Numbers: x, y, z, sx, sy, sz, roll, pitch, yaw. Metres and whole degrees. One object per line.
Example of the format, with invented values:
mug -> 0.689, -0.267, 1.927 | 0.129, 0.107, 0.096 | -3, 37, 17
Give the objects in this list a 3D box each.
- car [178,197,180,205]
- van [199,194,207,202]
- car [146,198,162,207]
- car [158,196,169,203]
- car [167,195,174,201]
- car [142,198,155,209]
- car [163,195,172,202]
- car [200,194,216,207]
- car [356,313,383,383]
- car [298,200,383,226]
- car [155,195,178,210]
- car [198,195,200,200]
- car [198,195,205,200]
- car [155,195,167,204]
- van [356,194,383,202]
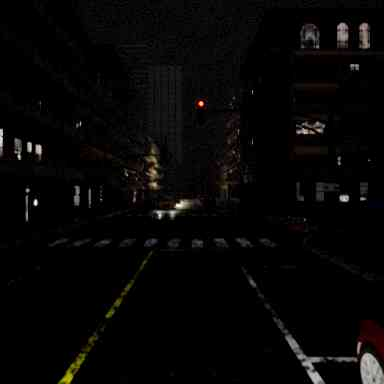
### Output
car -> -3.130, 1.542, 60.515 | 2.033, 1.411, 5.357 | 0, 0, 0
van -> 2.597, 1.345, 78.599 | 1.690, 1.788, 3.998 | -1, 0, 0
car -> -5.751, 1.558, 50.956 | 1.947, 1.339, 4.313 | 0, 0, 0
car -> -5.769, 1.579, 67.540 | 1.802, 1.307, 4.206 | -1, 0, 0
car -> -5.792, 1.593, 89.652 | 1.802, 1.307, 4.206 | -1, 0, 0
car -> -5.745, 1.541, 45.429 | 2.008, 1.369, 4.403 | 0, 0, 0
car -> -5.781, 1.529, 78.426 | 1.752, 1.417, 4.829 | -1, 0, 0
car -> 2.628, 1.432, 50.960 | 1.967, 1.590, 4.097 | -1, 0, 0
car -> 2.682, 1.544, 1.961 | 1.887, 1.381, 4.507 | 0, 0, 0
car -> 9.595, 1.433, 21.857 | 4.718, 1.301, 1.895 | -1, 0, -4
car -> -3.142, 1.467, 42.216 | 1.882, 1.535, 5.008 | 0, 0, 0
car -> 2.612, 1.548, 67.543 | 2.008, 1.369, 4.403 | -1, 0, 0
car -> 2.581, 1.561, 95.183 | 1.887, 1.381, 4.507 | -1, 0, 0
car -> -5.764, 1.435, 62.012 | 1.967, 1.590, 4.097 | -1, 0, 0
van -> 15.613, 1.023, 27.546 | 3.998, 1.788, 1.690 | -1, 1, -1
